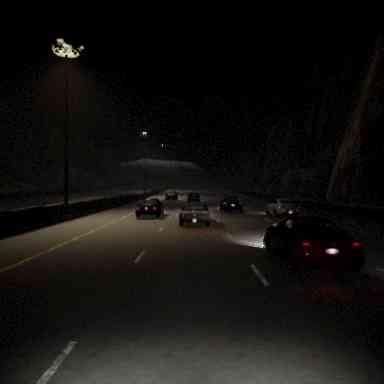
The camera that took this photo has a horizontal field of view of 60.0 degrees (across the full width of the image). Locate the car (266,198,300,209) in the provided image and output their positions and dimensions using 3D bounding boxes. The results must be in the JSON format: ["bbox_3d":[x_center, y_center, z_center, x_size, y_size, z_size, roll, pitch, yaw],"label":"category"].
[{"bbox_3d":[7.176,1.197,26.464,1.812,1.442,4.674,0,1,0],"label":"car"}]

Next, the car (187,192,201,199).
[{"bbox_3d":[0.240,0.771,46.972,2.033,1.411,5.357,0,1,0],"label":"car"}]

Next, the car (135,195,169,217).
[{"bbox_3d":[-3.324,1.209,26.765,2.033,1.411,5.357,0,1,0],"label":"car"}]

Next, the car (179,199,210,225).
[{"bbox_3d":[0.160,1.349,21.675,1.895,1.301,4.718,0,1,0],"label":"car"}]

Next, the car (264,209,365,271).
[{"bbox_3d":[3.627,1.473,10.590,1.994,1.385,4.181,0,1,0],"label":"car"}]

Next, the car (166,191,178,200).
[{"bbox_3d":[-3.238,0.525,54.041,2.128,1.511,4.902,0,2,0],"label":"car"}]

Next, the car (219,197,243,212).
[{"bbox_3d":[3.693,1.130,31.993,1.994,1.385,4.181,0,1,0],"label":"car"}]
